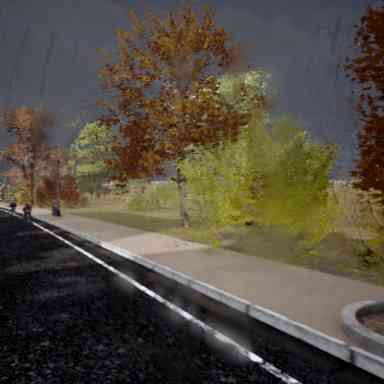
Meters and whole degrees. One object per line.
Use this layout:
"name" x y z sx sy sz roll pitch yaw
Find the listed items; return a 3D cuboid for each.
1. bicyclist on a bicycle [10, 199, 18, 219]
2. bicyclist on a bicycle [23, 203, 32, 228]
"bicyclist on a bicycle" -16.230 1.547 30.293 0.659 1.776 1.843 -1 0 -33
"bicyclist on a bicycle" -10.848 1.570 21.978 0.582 1.620 1.656 -1 0 -33
